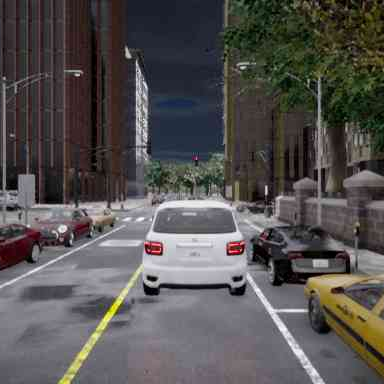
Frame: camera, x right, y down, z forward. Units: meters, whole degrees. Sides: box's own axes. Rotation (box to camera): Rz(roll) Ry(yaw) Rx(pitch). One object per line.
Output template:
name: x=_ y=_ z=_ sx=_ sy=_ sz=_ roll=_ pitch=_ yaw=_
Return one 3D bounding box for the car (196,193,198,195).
car: x=-0.046 y=1.552 z=78.655 sx=1.812 sy=1.442 sz=4.674 roll=0 pitch=0 yaw=0

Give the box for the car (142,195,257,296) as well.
car: x=0.061 y=1.222 z=8.799 sx=2.150 sy=2.045 sz=5.566 roll=0 pitch=0 yaw=0

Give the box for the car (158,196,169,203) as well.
car: x=-5.803 y=1.602 z=68.398 sx=1.802 sy=1.307 sz=4.206 roll=0 pitch=0 yaw=0

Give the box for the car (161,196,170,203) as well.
car: x=-5.806 y=1.549 z=73.666 sx=1.752 sy=1.417 sz=4.829 roll=0 pitch=0 yaw=0

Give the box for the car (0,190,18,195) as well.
car: x=-20.917 y=0.842 z=34.760 sx=5.566 sy=2.045 sz=2.150 roll=1 pitch=0 yaw=0

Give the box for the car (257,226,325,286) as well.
car: x=2.755 y=1.566 z=9.208 sx=1.947 sy=1.339 sz=4.313 roll=0 pitch=0 yaw=0

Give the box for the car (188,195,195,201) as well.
car: x=-0.052 y=1.534 z=88.561 sx=1.837 sy=1.490 sz=4.892 roll=0 pitch=0 yaw=0

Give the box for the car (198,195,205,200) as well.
car: x=2.706 y=1.565 z=95.761 sx=1.752 sy=1.417 sz=4.829 roll=0 pitch=0 yaw=0

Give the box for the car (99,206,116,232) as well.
car: x=-5.776 y=1.527 z=19.945 sx=1.752 sy=1.417 sz=4.829 roll=0 pitch=0 yaw=0

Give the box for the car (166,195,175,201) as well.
car: x=-5.816 y=1.586 z=90.149 sx=2.008 sy=1.369 sz=4.403 roll=0 pitch=0 yaw=0

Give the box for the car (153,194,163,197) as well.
car: x=-5.798 y=1.330 z=57.523 sx=2.192 sy=1.841 sz=5.009 roll=0 pitch=0 yaw=0

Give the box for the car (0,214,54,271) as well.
car: x=-5.770 y=1.545 z=9.201 sx=1.887 sy=1.381 sz=4.507 roll=0 pitch=0 yaw=0

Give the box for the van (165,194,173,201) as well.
van: x=-5.813 y=1.372 z=84.711 sx=1.690 sy=1.788 sz=3.998 roll=0 pitch=0 yaw=0

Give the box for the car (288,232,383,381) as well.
car: x=2.758 y=1.525 z=3.921 sx=1.752 sy=1.417 sz=4.829 roll=0 pitch=0 yaw=0

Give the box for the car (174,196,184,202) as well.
car: x=-3.045 y=1.559 z=77.295 sx=2.033 sy=1.411 sz=5.357 roll=0 pitch=0 yaw=0

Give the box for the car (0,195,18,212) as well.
car: x=-19.190 y=1.203 z=31.510 sx=5.357 sy=1.411 sz=2.033 roll=1 pitch=0 yaw=-5

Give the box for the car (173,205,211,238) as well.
car: x=0.013 y=1.527 z=18.444 sx=1.812 sy=1.442 sz=4.674 roll=0 pitch=0 yaw=1

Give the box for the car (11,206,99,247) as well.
car: x=-5.773 y=1.441 z=14.659 sx=1.967 sy=1.590 sz=4.097 roll=0 pitch=0 yaw=0

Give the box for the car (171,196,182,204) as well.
car: x=-3.061 y=1.584 z=66.956 sx=1.994 sy=1.385 sz=4.181 roll=0 pitch=0 yaw=1

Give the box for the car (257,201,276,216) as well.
car: x=7.034 y=1.675 z=34.827 sx=4.892 sy=1.490 sz=1.837 roll=1 pitch=0 yaw=0

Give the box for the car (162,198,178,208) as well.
car: x=-3.124 y=1.574 z=48.086 sx=1.994 sy=1.385 sz=4.181 roll=0 pitch=0 yaw=0
